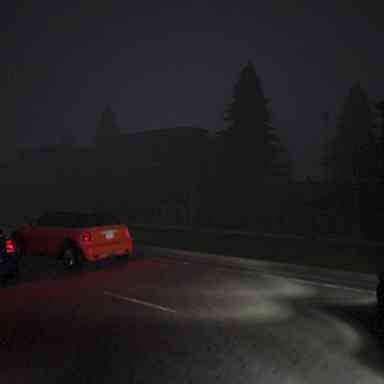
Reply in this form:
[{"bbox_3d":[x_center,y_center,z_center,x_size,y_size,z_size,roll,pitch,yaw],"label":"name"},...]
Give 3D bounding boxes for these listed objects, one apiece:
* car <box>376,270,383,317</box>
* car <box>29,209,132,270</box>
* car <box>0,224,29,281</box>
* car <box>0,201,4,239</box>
[{"bbox_3d":[5.339,1.479,4.484,5.008,1.535,1.882,0,0,36],"label":"car"},{"bbox_3d":[-4.212,1.346,11.288,4.553,1.767,2.097,0,0,36],"label":"car"},{"bbox_3d":[-6.539,1.345,8.650,4.553,1.767,2.097,0,0,36],"label":"car"},{"bbox_3d":[-11.485,1.340,16.450,4.553,1.767,2.097,0,0,36],"label":"car"}]
